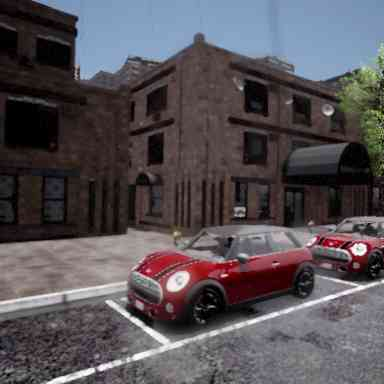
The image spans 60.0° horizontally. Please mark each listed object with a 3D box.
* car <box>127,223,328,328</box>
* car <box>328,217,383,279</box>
[{"bbox_3d":[0.713,1.474,7.003,4.097,1.590,1.967,1,1,-35],"label":"car"},{"bbox_3d":[5.347,1.516,10.301,4.097,1.590,1.967,1,1,-35],"label":"car"}]
